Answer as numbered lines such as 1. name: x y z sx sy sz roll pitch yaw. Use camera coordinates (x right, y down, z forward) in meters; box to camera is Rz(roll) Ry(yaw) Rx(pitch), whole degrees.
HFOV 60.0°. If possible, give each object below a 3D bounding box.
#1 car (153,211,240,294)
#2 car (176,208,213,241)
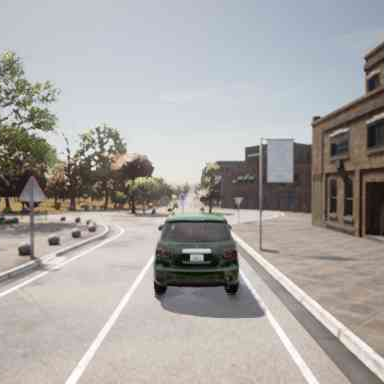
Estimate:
1. car: 0.100 1.639 10.215 2.150 2.045 5.566 0 -1 0
2. car: 0.276 1.983 21.420 2.097 1.767 4.553 0 -1 3
